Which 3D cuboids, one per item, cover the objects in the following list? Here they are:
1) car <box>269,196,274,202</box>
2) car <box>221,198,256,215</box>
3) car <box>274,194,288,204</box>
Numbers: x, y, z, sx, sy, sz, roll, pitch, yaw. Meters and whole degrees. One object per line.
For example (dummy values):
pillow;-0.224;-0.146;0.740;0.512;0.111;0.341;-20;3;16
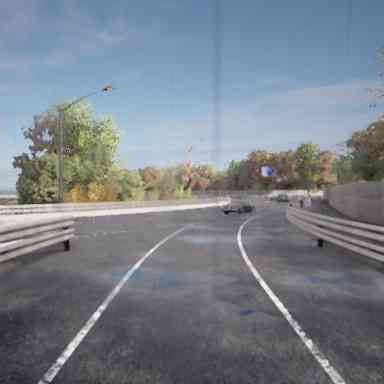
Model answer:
car;21.127;1.740;85.885;1.812;1.442;4.674;0;0;3
car;4.901;1.634;34.710;2.033;1.411;5.357;0;0;31
car;18.480;1.396;67.943;2.150;2.045;5.566;0;0;13
